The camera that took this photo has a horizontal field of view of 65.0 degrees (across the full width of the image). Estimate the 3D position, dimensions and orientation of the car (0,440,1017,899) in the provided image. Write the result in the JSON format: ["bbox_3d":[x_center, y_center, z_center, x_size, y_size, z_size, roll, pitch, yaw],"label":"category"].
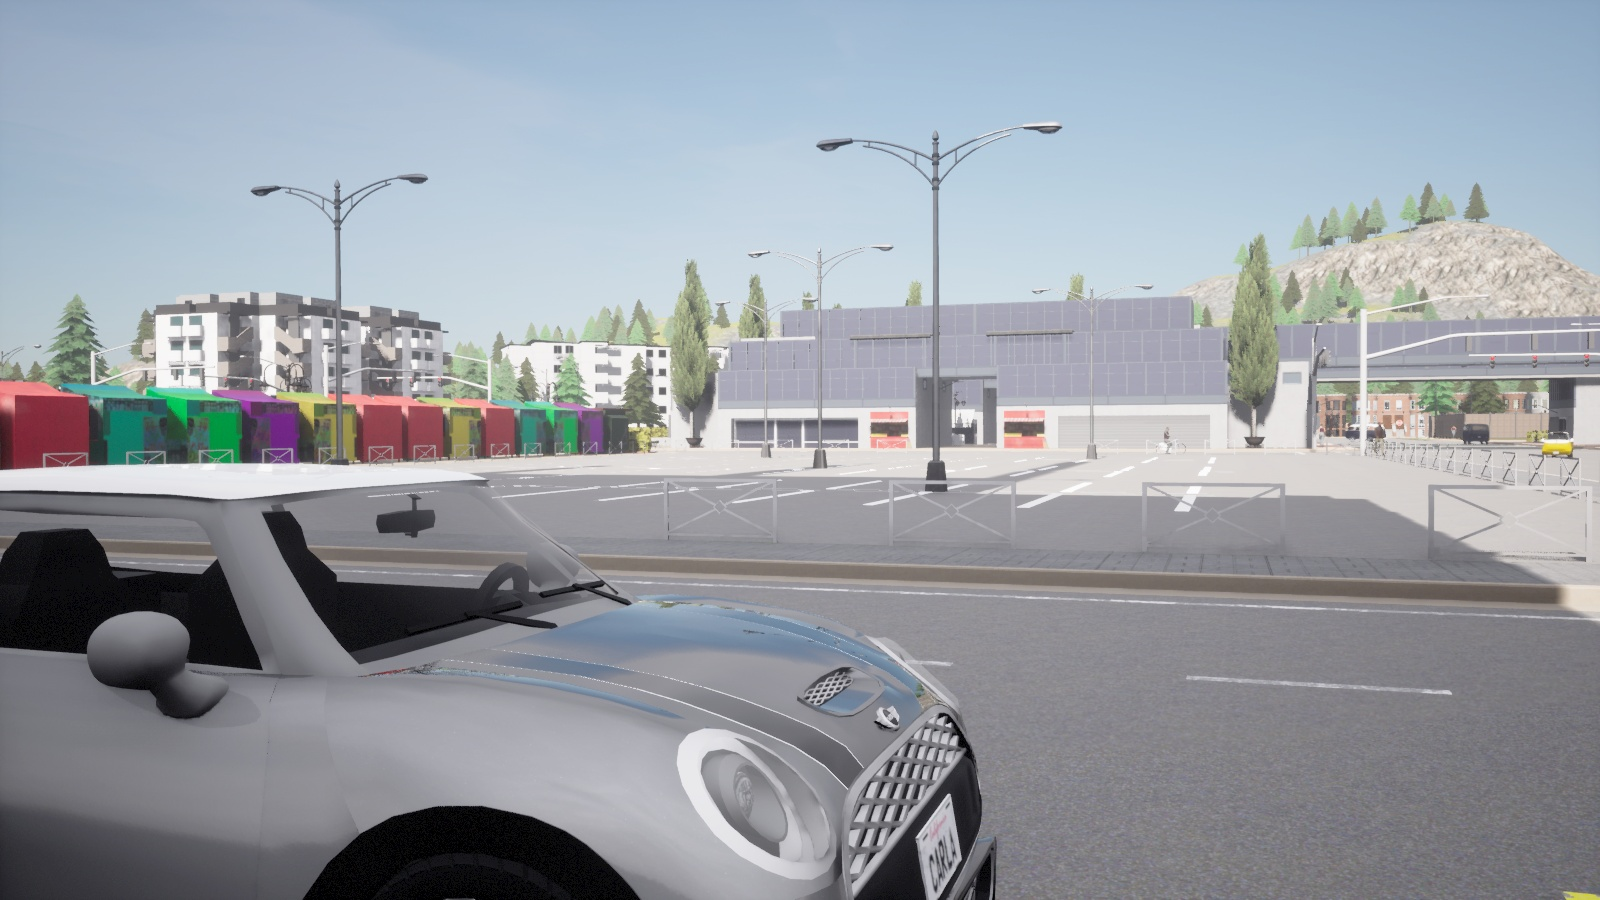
[{"bbox_3d":[-1.428,0.728,3.672,3.806,1.475,1.970,1,1,18],"label":"car"}]

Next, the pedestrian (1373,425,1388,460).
[{"bbox_3d":[30.744,-0.410,66.547,0.431,1.840,0.703,0,1,-4],"label":"pedestrian"}]

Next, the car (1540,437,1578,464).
[{"bbox_3d":[40.210,0.023,66.529,1.481,1.376,2.207,0,1,38],"label":"car"}]
